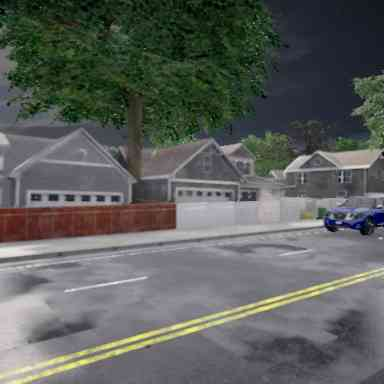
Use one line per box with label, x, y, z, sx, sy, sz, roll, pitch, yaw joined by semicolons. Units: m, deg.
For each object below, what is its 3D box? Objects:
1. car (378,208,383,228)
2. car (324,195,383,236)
car;11.271;1.538;15.707;5.357;1.411;2.033;0;0;-35
car;9.736;1.211;18.606;5.566;2.045;2.150;0;0;-35
